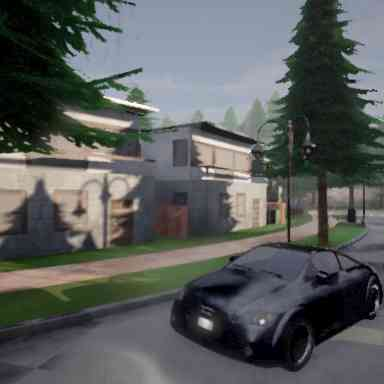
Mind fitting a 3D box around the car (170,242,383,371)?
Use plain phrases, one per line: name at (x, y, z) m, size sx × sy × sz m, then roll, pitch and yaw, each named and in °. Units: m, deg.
car at (1.671, 1.636, 5.859) m, size 4.181 × 1.385 × 1.994 m, roll 1°, pitch -1°, yaw -42°
